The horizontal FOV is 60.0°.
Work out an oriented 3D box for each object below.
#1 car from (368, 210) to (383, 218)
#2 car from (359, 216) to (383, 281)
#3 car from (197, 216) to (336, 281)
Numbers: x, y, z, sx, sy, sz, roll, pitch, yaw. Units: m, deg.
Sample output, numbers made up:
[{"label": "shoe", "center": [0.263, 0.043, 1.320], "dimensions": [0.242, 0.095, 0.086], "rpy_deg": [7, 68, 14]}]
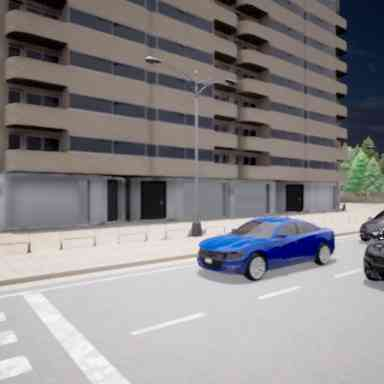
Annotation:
[{"label": "car", "center": [9.822, 1.562, 15.853], "dimensions": [4.892, 1.490, 1.837], "rpy_deg": [0, 0, -38]}, {"label": "car", "center": [6.488, 1.508, 8.899], "dimensions": [5.008, 1.535, 1.882], "rpy_deg": [0, 0, -37]}, {"label": "car", "center": [2.424, 1.528, 10.211], "dimensions": [5.008, 1.535, 1.882], "rpy_deg": [0, 0, -37]}]
